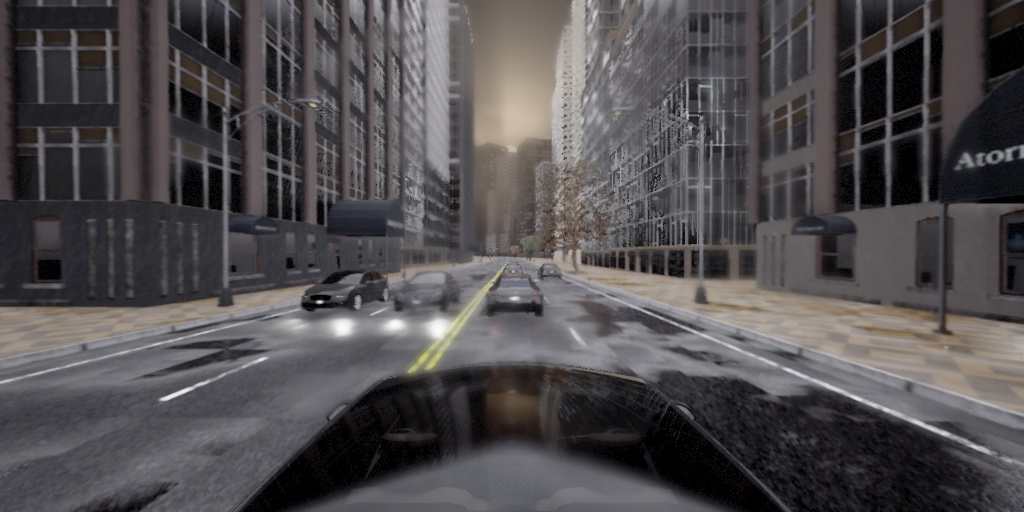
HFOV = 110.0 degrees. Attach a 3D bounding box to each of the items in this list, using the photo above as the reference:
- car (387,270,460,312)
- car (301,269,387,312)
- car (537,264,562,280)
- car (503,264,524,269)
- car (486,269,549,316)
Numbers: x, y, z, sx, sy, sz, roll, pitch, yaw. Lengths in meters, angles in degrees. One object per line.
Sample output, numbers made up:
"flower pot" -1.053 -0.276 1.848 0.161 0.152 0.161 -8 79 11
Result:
"car" -3.245 1.327 14.532 1.812 1.442 4.674 0 0 0
"car" -6.495 1.323 14.548 1.837 1.490 4.892 0 0 0
"car" 3.363 1.397 32.470 2.033 1.411 5.357 0 0 0
"car" 0.113 1.399 33.032 2.033 1.411 5.357 0 0 0
"car" 0.106 1.355 13.591 1.994 1.385 4.181 0 0 0
